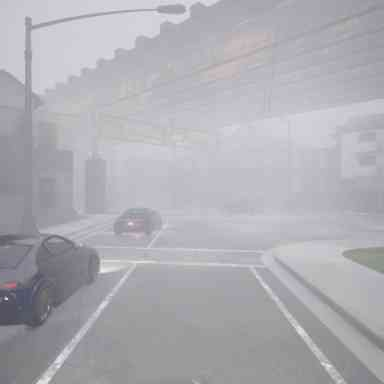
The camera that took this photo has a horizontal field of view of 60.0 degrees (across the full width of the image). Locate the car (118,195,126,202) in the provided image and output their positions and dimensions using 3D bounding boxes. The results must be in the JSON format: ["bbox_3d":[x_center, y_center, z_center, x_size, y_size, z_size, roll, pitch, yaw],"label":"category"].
[{"bbox_3d":[-16.798,1.295,72.447,4.536,1.218,1.853,0,0,-15],"label":"car"}]

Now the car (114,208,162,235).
[{"bbox_3d":[-2.935,1.564,18.796,1.994,1.385,4.181,0,0,5],"label":"car"}]

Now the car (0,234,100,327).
[{"bbox_3d":[-3.401,1.564,7.023,1.994,1.385,4.181,0,0,1],"label":"car"}]

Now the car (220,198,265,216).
[{"bbox_3d":[4.930,1.352,33.150,2.097,1.767,4.553,0,0,-45],"label":"car"}]

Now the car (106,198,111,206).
[{"bbox_3d":[-14.893,1.477,53.204,1.882,1.535,5.008,0,0,-45],"label":"car"}]

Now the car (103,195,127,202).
[{"bbox_3d":[-16.848,1.453,72.434,4.974,1.542,2.038,0,0,-15],"label":"car"}]

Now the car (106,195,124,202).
[{"bbox_3d":[-17.526,1.453,76.103,2.038,1.542,4.974,0,0,15],"label":"car"}]

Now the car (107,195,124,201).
[{"bbox_3d":[-17.513,1.295,76.153,1.853,1.218,4.536,0,0,15],"label":"car"}]
